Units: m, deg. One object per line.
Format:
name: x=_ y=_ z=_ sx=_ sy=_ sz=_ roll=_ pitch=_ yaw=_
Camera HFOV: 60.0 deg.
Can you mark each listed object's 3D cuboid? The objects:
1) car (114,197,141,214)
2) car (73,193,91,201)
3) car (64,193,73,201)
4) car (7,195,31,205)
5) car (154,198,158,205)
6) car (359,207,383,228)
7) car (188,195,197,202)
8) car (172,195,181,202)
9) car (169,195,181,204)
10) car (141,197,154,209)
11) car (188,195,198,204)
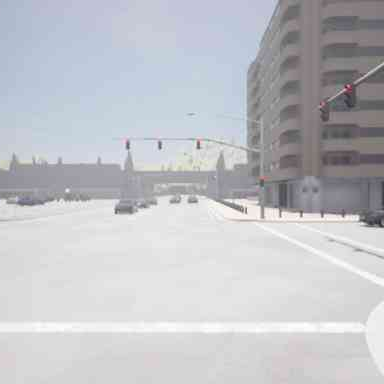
car: x=-7.015 y=1.512 z=35.726 sx=1.837 sy=1.490 sz=4.892 roll=0 pitch=0 yaw=0
car: x=-24.390 y=1.168 z=74.804 sx=1.932 sy=1.855 sz=4.605 roll=0 pitch=0 yaw=0
car: x=-27.284 y=1.171 z=74.875 sx=1.905 sy=1.878 sz=3.866 roll=0 pitch=0 yaw=0
car: x=-30.089 y=1.407 z=57.423 sx=1.970 sy=1.475 sz=3.806 roll=0 pitch=0 yaw=0
car: x=-6.955 y=1.575 z=56.372 sx=1.994 sy=1.385 sz=4.181 roll=0 pitch=0 yaw=1
car: x=13.175 y=1.453 z=21.033 sx=4.892 sy=1.490 sz=1.837 roll=0 pitch=0 yaw=0
car: x=0.155 y=1.411 z=73.375 sx=2.033 sy=1.411 sz=5.357 roll=0 pitch=0 yaw=0
car: x=-3.345 y=1.371 z=73.382 sx=1.837 sy=1.490 sz=4.892 roll=0 pitch=0 yaw=0
car: x=-3.364 y=1.613 z=64.436 sx=1.895 sy=1.301 sz=4.718 roll=0 pitch=0 yaw=0
car: x=-6.988 y=1.500 z=46.067 sx=2.128 sy=1.511 sz=4.902 roll=0 pitch=0 yaw=0
car: x=0.136 y=1.576 z=64.398 sx=1.994 sy=1.385 sz=4.181 roll=0 pitch=0 yaw=0
